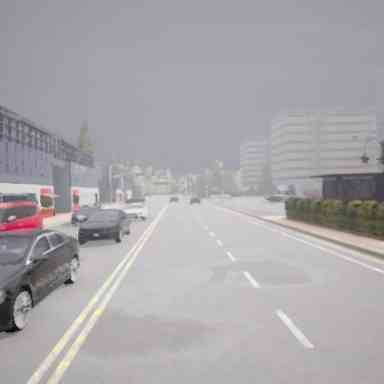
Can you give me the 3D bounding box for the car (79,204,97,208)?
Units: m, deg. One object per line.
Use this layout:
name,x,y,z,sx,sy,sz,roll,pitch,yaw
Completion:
car,-8.255,1.753,26.896,2.128,1.511,4.902,-2,0,-2

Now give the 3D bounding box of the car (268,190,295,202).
car,15.266,0.635,55.325,3.866,1.878,1.905,-2,0,-4

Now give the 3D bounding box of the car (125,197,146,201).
car,-12.904,1.854,75.780,5.008,1.535,1.882,-2,0,11

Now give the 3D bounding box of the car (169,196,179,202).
car,-4.164,1.586,77.159,1.882,1.535,5.008,-2,0,-5

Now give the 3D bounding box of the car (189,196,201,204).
car,0.585,1.465,61.550,1.837,1.490,4.892,-2,0,-4

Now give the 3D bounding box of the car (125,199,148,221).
car,-4.830,1.673,28.715,1.812,1.442,4.674,-2,0,-3

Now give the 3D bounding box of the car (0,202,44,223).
car,-7.606,1.468,12.789,2.150,2.045,5.566,-2,0,-2

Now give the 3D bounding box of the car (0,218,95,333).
car,-3.826,1.614,7.045,2.128,1.511,4.902,-2,0,-3

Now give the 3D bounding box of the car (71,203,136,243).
car,-4.297,1.612,17.027,1.882,1.535,5.008,-2,0,-3

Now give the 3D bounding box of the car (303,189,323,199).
car,27.240,0.304,73.239,5.566,2.045,2.150,-2,0,-4

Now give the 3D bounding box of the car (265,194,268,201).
car,15.108,0.636,58.215,4.605,1.855,1.932,-2,0,-4
